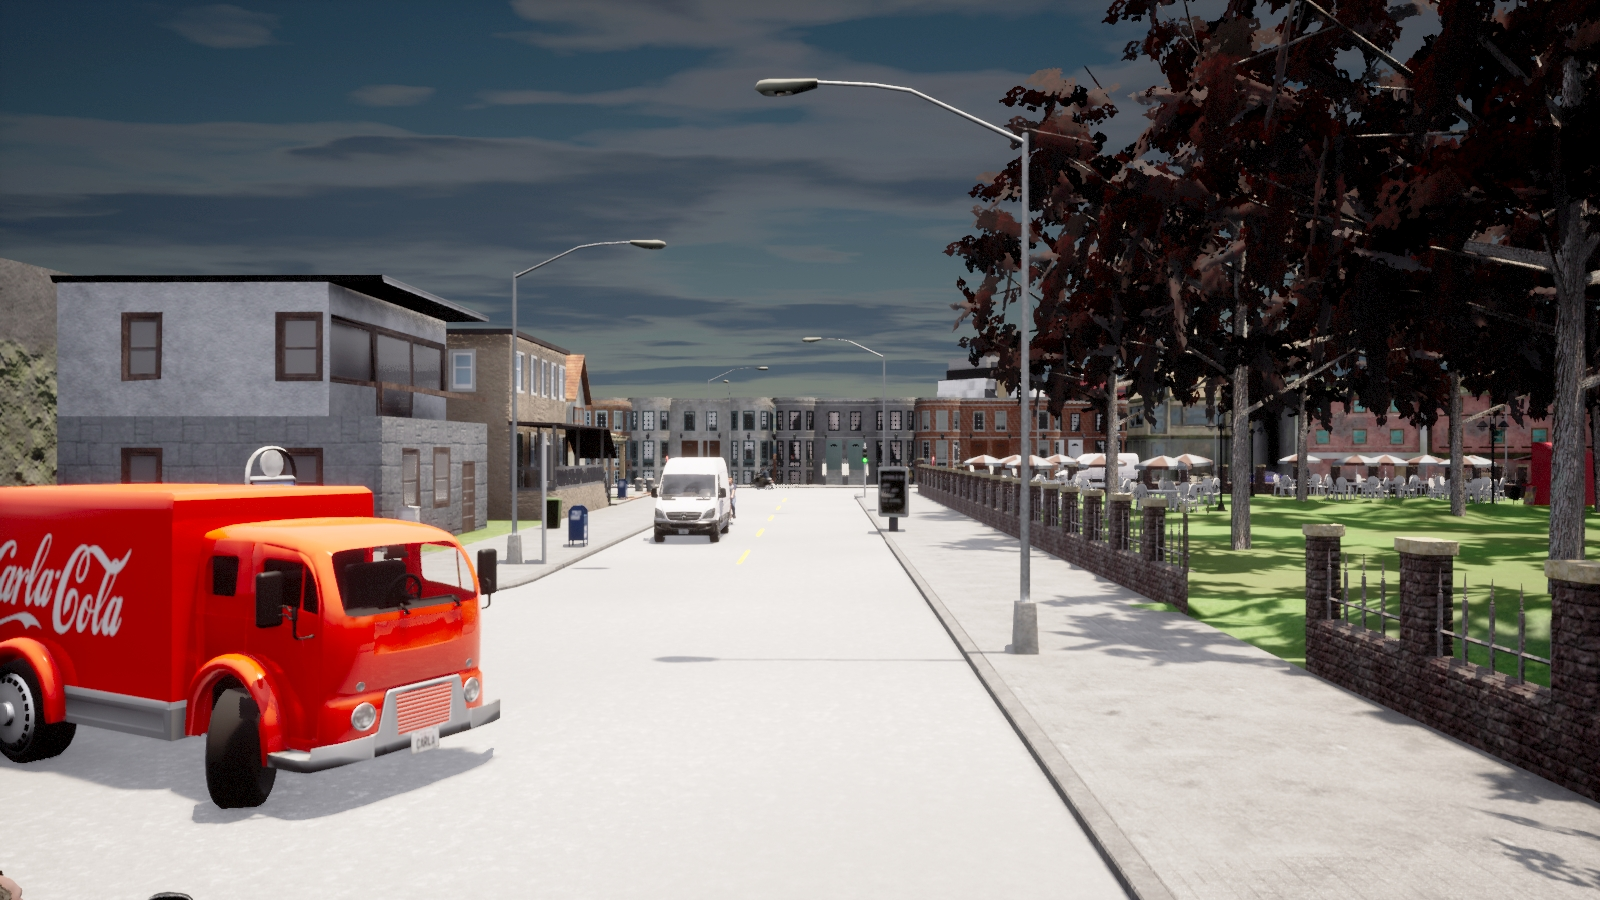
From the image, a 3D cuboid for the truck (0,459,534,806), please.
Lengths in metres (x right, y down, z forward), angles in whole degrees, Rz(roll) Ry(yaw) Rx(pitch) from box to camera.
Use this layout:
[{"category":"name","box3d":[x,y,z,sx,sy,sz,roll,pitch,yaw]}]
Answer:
[{"category":"truck","box3d":[-5.381,1.345,10.700,5.204,2.467,2.627,0,0,29]}]

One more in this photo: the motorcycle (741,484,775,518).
[{"category":"motorcycle","box3d":[-1.677,1.985,45.065,0.867,1.251,2.209,0,0,-15]}]

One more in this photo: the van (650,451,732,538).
[{"category":"van","box3d":[-3.393,1.314,36.728,1.988,2.561,5.915,0,0,1]}]
